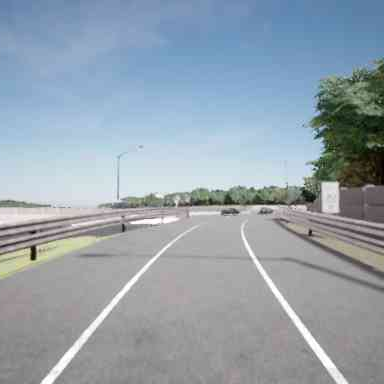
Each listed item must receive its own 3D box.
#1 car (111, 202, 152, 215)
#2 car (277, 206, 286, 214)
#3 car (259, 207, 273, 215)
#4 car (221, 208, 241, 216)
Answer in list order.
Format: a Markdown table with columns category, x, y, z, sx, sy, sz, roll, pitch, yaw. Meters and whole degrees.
| category | x | y | z | sx | sy | sz | roll | pitch | yaw |
| --- | --- | --- | --- | --- | --- | --- | --- | --- | --- |
| car | -8.151 | 2.413 | 44.807 | 5.566 | 2.045 | 2.150 | 3 | -3 | -40 |
| car | 24.095 | 4.777 | 88.829 | 2.150 | 2.045 | 5.566 | -1 | -3 | 21 |
| car | 16.403 | 4.090 | 73.239 | 2.097 | 1.767 | 4.553 | -1 | -3 | 28 |
| car | 7.034 | 3.554 | 60.079 | 1.812 | 1.442 | 4.674 | -2 | -4 | 40 |
